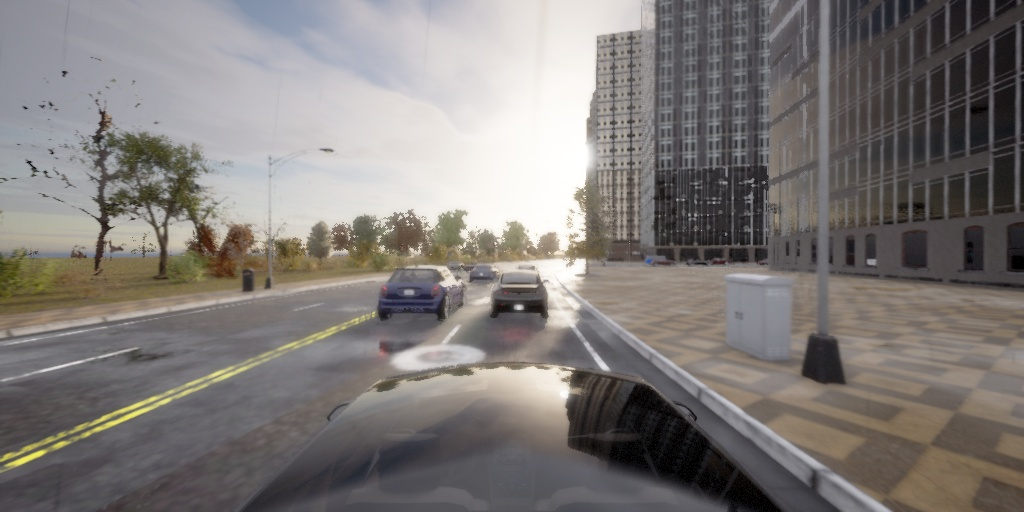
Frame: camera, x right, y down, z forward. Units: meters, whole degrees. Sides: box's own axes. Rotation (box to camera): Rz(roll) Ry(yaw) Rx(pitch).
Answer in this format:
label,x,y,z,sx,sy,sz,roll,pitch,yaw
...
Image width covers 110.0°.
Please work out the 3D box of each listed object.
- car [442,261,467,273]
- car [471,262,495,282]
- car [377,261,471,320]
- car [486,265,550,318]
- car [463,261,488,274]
label,x,y,z,sx,sy,sz,roll,pitch,yaw
car,-7.154,1.291,45.182,1.994,1.385,4.181,0,0,7
car,-2.101,1.306,28.462,1.994,1.385,4.181,0,0,5
car,-2.958,1.094,12.721,2.097,1.767,4.553,0,0,2
car,0.305,1.255,13.057,1.837,1.490,4.892,0,0,2
car,-4.238,1.334,42.354,1.895,1.301,4.718,0,0,7
